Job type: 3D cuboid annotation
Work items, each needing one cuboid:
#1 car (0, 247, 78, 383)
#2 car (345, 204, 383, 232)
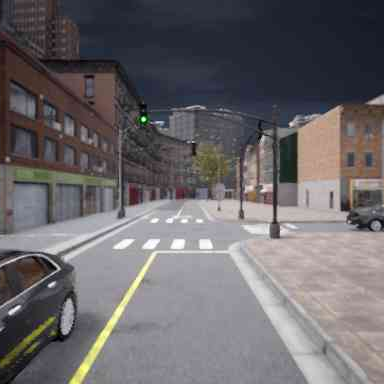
[{"bbox_3d":[-2.813,1.508,3.715,1.837,1.490,4.892,0,0,0],"label":"car"},{"bbox_3d":[11.399,1.455,18.999,4.892,1.490,1.837,0,0,0],"label":"car"}]
